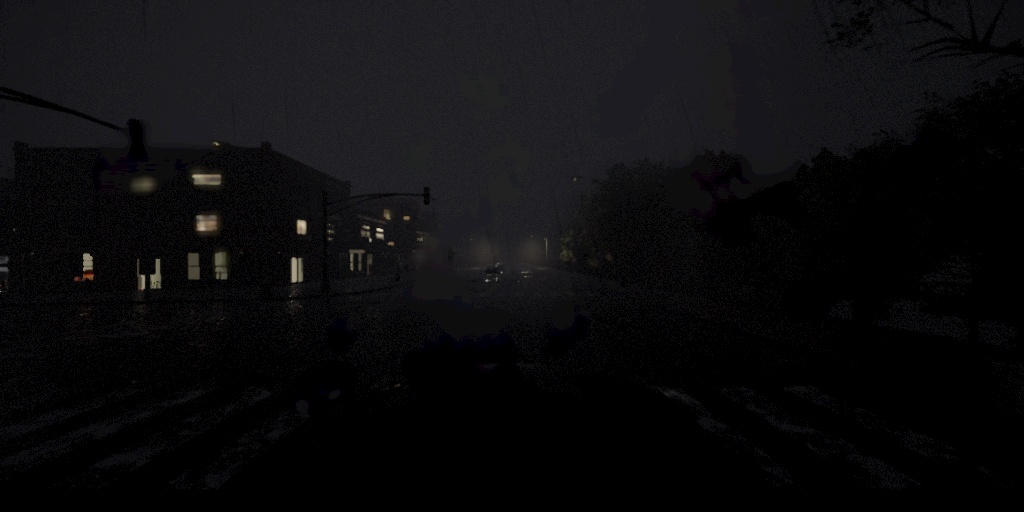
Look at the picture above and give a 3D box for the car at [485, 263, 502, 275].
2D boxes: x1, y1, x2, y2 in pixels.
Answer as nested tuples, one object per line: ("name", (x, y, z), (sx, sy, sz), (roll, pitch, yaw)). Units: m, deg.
("car", (-2.802, 2.058, 51.447), (1.895, 1.301, 4.718), (0, -1, 0))
